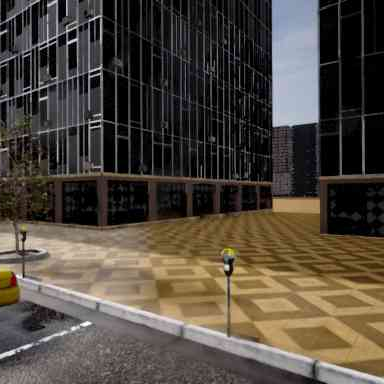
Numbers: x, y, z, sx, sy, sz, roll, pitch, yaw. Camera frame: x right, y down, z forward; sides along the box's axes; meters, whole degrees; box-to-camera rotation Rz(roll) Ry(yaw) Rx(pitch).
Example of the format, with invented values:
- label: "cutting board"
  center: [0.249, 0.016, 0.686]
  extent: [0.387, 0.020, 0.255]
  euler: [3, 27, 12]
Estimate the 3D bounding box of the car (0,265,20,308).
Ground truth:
- label: "car"
  center: [-5.317, 1.528, 6.651]
  extent: [4.829, 1.417, 1.752]
  euler: [0, 0, 35]
